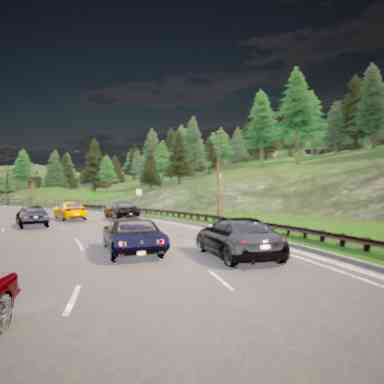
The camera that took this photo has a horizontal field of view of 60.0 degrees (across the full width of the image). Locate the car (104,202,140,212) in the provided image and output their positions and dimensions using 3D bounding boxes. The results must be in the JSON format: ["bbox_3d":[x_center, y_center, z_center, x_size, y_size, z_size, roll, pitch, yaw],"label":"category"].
[{"bbox_3d":[-6.004,1.586,28.112,1.882,1.535,5.008,0,0,-30],"label":"car"}]

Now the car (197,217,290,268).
[{"bbox_3d":[1.580,1.567,11.536,1.994,1.385,4.181,0,0,-16],"label":"car"}]

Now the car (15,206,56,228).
[{"bbox_3d":[-11.376,1.703,23.666,2.033,1.411,5.357,-1,0,-31],"label":"car"}]

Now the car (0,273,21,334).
[{"bbox_3d":[-3.749,1.646,3.785,1.895,1.301,4.718,-1,0,-7],"label":"car"}]

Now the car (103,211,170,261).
[{"bbox_3d":[-2.305,1.646,12.582,1.895,1.301,4.718,-1,0,-19],"label":"car"}]

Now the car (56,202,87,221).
[{"bbox_3d":[-10.612,1.634,28.848,1.882,1.535,5.008,0,0,-33],"label":"car"}]
